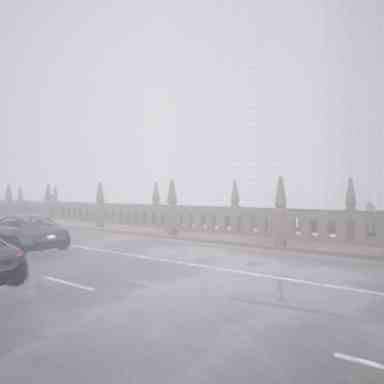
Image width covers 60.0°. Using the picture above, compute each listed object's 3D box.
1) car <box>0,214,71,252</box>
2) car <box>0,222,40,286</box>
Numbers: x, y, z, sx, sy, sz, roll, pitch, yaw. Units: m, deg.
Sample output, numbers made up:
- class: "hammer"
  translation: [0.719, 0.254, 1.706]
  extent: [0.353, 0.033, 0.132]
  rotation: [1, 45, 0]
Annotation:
- class: "car"
  translation: [-6.649, 1.565, 13.034]
  extent: [4.181, 1.385, 1.994]
  rotation: [0, 0, 35]
- class: "car"
  translation: [-5.899, 1.565, 8.200]
  extent: [4.181, 1.385, 1.994]
  rotation: [0, 0, 36]
